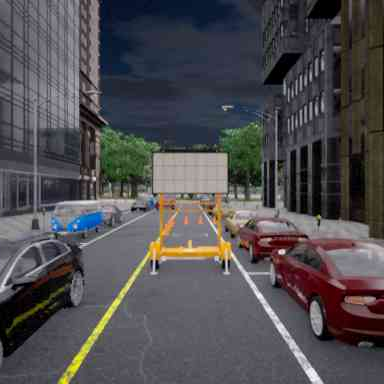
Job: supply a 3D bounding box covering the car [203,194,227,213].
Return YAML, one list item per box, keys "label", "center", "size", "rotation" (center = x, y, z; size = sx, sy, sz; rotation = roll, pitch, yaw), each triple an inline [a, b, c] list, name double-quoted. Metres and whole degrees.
- label: "car"
  center: [2.592, 1.338, 33.569]
  size: [2.192, 1.841, 5.009]
  rotation: [0, 0, 0]

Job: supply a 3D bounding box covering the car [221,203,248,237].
- label: "car"
  center: [2.674, 1.536, 17.426]
  size: [1.752, 1.417, 4.829]
  rotation: [0, 0, 0]

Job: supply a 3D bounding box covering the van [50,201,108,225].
- label: "van"
  center: [-5.850, 1.352, 17.213]
  size: [1.690, 1.788, 3.998]
  rotation: [0, 0, 0]

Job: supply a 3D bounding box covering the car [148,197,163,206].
- label: "car"
  center: [-6.044, 1.610, 55.275]
  size: [1.947, 1.339, 4.313]
  rotation: [0, 0, 0]

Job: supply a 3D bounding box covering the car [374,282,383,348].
- label: "car"
  center: [2.759, 1.551, 0.944]
  size: [2.008, 1.369, 4.403]
  rotation: [0, 0, 0]

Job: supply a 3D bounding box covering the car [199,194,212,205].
- label: "car"
  center: [2.453, 1.366, 60.757]
  size: [2.192, 1.841, 5.009]
  rotation: [0, 0, 0]

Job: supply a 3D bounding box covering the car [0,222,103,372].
- label: "car"
  center: [-3.125, 1.494, 5.080]
  size: [2.128, 1.511, 4.902]
  rotation: [0, 0, 0]

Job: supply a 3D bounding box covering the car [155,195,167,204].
- label: "car"
  center: [-6.100, 1.498, 66.150]
  size: [1.967, 1.590, 4.097]
  rotation: [0, 0, 0]

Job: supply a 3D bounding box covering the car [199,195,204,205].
- label: "car"
  center: [2.509, 1.583, 49.882]
  size: [1.887, 1.381, 4.507]
  rotation: [0, 0, 0]

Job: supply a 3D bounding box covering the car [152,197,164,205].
- label: "car"
  center: [-6.071, 1.576, 60.543]
  size: [1.752, 1.417, 4.829]
  rotation: [0, 0, 0]

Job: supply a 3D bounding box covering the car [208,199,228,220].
- label: "car"
  center: [2.619, 1.544, 28.301]
  size: [1.752, 1.417, 4.829]
  rotation: [0, 0, 0]

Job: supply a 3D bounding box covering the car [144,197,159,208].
- label: "car"
  center: [-6.016, 1.564, 49.668]
  size: [1.752, 1.417, 4.829]
  rotation: [0, 0, 0]

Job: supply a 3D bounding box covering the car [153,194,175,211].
- label: "car"
  center: [-3.314, 1.252, 42.232]
  size: [2.150, 2.045, 5.566]
  rotation: [0, 0, 0]

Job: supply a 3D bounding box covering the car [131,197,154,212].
- label: "car"
  center: [-5.961, 1.594, 38.963]
  size: [1.947, 1.339, 4.313]
  rotation: [0, 0, 0]

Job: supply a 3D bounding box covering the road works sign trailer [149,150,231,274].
- label: "road works sign trailer"
  center: [-0.052, 0.471, 10.510]
  size: [2.380, 3.560, 2.880]
  rotation: [0, 0, 0]

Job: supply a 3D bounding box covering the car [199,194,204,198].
- label: "car"
  center: [2.481, 1.484, 55.319]
  size: [1.967, 1.590, 4.097]
  rotation: [0, 0, 0]

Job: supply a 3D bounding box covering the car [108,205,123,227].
- label: "car"
  center: [-5.878, 1.565, 22.651]
  size: [2.008, 1.369, 4.403]
  rotation: [0, 0, 0]

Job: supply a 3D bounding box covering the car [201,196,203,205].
- label: "car"
  center: [2.535, 1.558, 44.614]
  size: [1.752, 1.417, 4.829]
  rotation: [0, 0, 0]

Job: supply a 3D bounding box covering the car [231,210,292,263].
- label: "car"
  center: [2.703, 1.552, 11.819]
  size: [1.887, 1.381, 4.507]
  rotation: [0, 0, 0]

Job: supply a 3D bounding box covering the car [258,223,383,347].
- label: "car"
  center: [2.731, 1.548, 6.381]
  size: [1.887, 1.381, 4.507]
  rotation: [0, 0, 0]

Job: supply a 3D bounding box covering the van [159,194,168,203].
- label: "van"
  center: [-6.128, 1.405, 71.588]
  size: [1.690, 1.788, 3.998]
  rotation: [0, 0, 0]

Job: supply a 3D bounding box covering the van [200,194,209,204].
- label: "van"
  center: [2.425, 1.399, 66.194]
  size: [1.690, 1.788, 3.998]
  rotation: [0, 0, 0]

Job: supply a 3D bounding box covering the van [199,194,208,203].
- label: "van"
  center: [2.397, 1.405, 71.632]
  size: [1.690, 1.788, 3.998]
  rotation: [0, 0, 0]
